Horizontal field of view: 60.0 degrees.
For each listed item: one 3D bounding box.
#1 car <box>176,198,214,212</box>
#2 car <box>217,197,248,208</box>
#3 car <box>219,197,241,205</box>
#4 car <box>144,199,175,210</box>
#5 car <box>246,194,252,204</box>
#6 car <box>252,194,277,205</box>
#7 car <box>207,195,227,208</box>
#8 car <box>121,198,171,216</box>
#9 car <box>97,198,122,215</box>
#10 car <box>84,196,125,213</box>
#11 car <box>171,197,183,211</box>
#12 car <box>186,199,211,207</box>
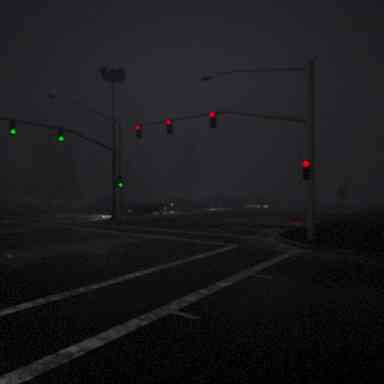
[{"bbox_3d":[0.494,1.790,42.850,1.895,1.301,4.718,-1,0,35],"label":"car"},{"bbox_3d":[6.313,1.783,51.104,1.895,1.301,4.718,-1,0,35],"label":"car"},{"bbox_3d":[7.357,1.727,64.582,2.128,1.511,4.902,-1,0,36],"label":"car"},{"bbox_3d":[-4.561,1.777,47.826,1.812,1.442,4.674,-1,0,35],"label":"car"},{"bbox_3d":[12.008,1.424,65.061,2.150,2.045,5.566,-1,-1,36],"label":"car"},{"bbox_3d":[13.786,1.393,61.573,2.150,2.045,5.566,-1,0,36],"label":"car"},{"bbox_3d":[3.924,1.434,53.796,2.150,2.045,5.566,-1,0,35],"label":"car"},{"bbox_3d":[-4.837,1.688,35.275,2.128,1.511,4.902,-1,0,35],"label":"car"},{"bbox_3d":[-7.564,1.775,37.482,2.033,1.411,5.357,-1,0,35],"label":"car"},{"bbox_3d":[-10.165,1.480,39.864,2.150,2.045,5.566,-1,0,35],"label":"car"},{"bbox_3d":[-2.129,1.573,45.208,2.097,1.767,4.553,-1,0,35],"label":"car"},{"bbox_3d":[1.175,1.845,55.951,1.895,1.301,4.718,-1,0,35],"label":"car"}]
